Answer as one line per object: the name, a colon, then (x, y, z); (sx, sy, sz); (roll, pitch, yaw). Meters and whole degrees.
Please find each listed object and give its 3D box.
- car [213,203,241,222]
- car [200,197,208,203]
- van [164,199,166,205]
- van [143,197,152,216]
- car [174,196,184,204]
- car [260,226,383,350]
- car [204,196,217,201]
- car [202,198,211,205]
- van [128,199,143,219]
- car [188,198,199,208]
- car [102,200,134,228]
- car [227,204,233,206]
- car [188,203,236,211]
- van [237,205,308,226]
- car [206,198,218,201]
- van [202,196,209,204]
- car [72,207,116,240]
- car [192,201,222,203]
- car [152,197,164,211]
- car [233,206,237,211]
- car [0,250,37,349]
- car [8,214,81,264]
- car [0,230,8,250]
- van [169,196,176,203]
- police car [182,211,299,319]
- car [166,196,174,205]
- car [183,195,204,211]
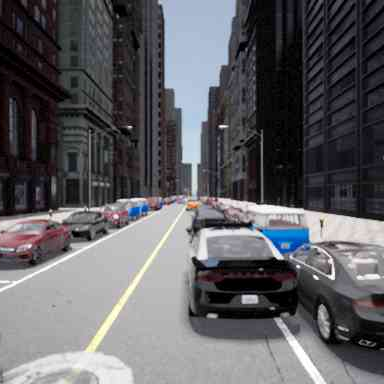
car: (2.930, 1.742, 28.809); (2.008, 1.369, 4.403); (0, 0, 0)
car: (3.282, 2.104, 90.806); (1.967, 1.590, 4.097); (0, 0, 0)
van: (-5.468, 1.702, 51.388); (1.690, 1.788, 3.998); (0, 0, 0)
van: (-5.564, 1.579, 34.480); (1.690, 1.788, 3.998); (0, 0, 0)
car: (-2.562, 2.150, 75.947); (1.895, 1.301, 4.718); (0, 0, 0)
car: (2.801, 1.589, 6.265); (2.008, 1.369, 4.403); (0, 0, 0)
car: (3.057, 1.670, 51.354); (2.192, 1.841, 5.009); (0, 0, 0)
car: (3.187, 2.055, 74.067); (1.752, 1.417, 4.829); (0, 0, 0)
van: (-5.596, 1.539, 28.843); (1.690, 1.788, 3.998); (0, 0, 0)
car: (0.339, 1.917, 58.736); (1.837, 1.490, 4.892); (0, 0, 0)
car: (-5.628, 1.599, 23.207); (1.967, 1.590, 4.097); (0, 0, 0)
car: (2.898, 1.734, 23.173); (1.802, 1.307, 4.206); (0, 0, 0)
car: (0.892, 1.594, 17.639); (1.882, 1.535, 5.008); (0, 0, -1)
van: (2.833, 1.417, 11.902); (1.690, 1.788, 3.998); (0, 0, 0)
car: (2.994, 1.817, 40.081); (1.887, 1.381, 4.507); (0, 0, 0)
van: (3.217, 1.914, 79.534); (1.690, 1.788, 3.998); (0, 0, 0)
car: (-5.659, 1.686, 17.569); (1.947, 1.339, 4.313); (0, 0, 0)
car: (1.039, 1.663, 23.660); (1.837, 1.490, 4.892); (0, 0, 0)
car: (-5.500, 1.635, 45.752); (2.192, 1.841, 5.009); (0, 0, 0)
car: (2.865, 1.664, 17.537); (2.008, 1.369, 4.403); (0, 0, 0)
car: (-3.086, 1.506, 1.791); (2.128, 1.511, 4.902); (0, 0, 0)
car: (-5.691, 1.664, 11.933); (1.802, 1.307, 4.206); (0, 0, 0)
car: (-5.723, 1.611, 6.296); (1.947, 1.339, 4.313); (0, 0, 0)
van: (-5.243, 2.011, 90.843); (1.690, 1.788, 3.998); (0, 0, 0)
police car: (0.824, 1.476, 7.746); (1.930, 1.638, 5.238); (0, 0, -2)
car: (-5.371, 2.035, 68.296); (1.887, 1.381, 4.507); (0, 0, 0)
car: (0.284, 1.667, 45.670); (2.097, 1.767, 4.553); (0, 0, 1)
